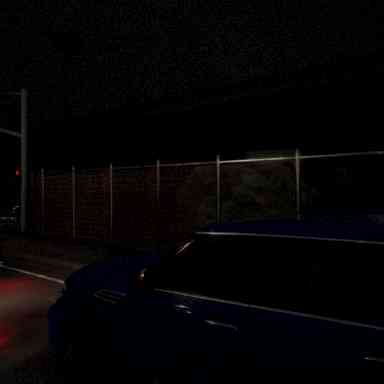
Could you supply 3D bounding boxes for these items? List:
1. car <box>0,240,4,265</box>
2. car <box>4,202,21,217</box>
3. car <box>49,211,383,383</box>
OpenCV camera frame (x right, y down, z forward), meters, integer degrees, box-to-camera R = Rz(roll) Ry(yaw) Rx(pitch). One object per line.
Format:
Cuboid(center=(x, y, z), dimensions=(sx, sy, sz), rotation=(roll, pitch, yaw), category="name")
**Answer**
Cuboid(center=(-7.110, 1.492, 9.063), dimensions=(4.902, 1.511, 2.128), rotation=(0, 0, 33), category="car")
Cuboid(center=(-15.619, 1.407, 32.229), dimensions=(2.097, 1.767, 4.553), rotation=(0, 0, 35), category="car")
Cuboid(center=(0.904, 1.221, 3.346), dimensions=(5.566, 2.045, 2.150), rotation=(0, 0, 35), category="car")
